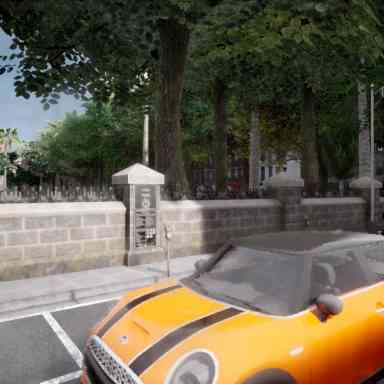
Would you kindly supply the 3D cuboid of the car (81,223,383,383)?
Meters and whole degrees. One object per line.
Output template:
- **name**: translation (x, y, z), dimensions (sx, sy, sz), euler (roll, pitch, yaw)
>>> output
- **car**: translation (1.059, 1.351, 4.134), dimensions (4.553, 1.767, 2.097), euler (0, 0, -35)
